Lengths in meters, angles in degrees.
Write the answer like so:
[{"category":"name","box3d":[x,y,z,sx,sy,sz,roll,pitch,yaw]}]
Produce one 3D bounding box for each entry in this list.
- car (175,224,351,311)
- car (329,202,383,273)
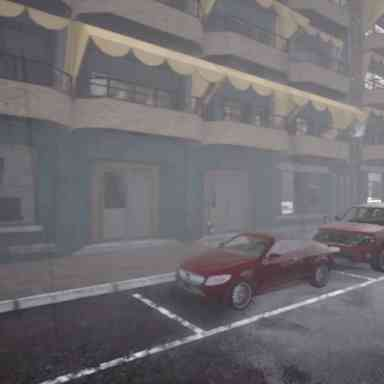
[{"category":"car","box3d":[1.612,1.574,7.692,4.206,1.307,1.802,0,1,-35]},{"category":"car","box3d":[6.111,1.300,10.894,5.009,1.841,2.192,0,1,-35]}]
